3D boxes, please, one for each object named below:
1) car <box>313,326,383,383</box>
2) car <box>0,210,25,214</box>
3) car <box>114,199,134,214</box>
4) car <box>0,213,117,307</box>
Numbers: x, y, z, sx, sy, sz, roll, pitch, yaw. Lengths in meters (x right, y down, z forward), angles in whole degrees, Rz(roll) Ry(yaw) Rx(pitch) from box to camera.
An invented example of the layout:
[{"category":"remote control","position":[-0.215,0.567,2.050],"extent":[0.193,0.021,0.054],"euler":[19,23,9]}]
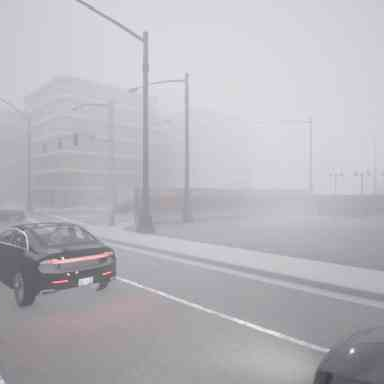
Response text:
[{"category":"car","position":[3.128,1.505,1.631],"extent":[4.892,1.490,1.837],"euler":[0,0,38]},{"category":"car","position":[-14.053,1.578,22.953],"extent":[4.718,1.301,1.895],"euler":[0,0,-35]},{"category":"car","position":[-6.356,1.491,34.936],"extent":[4.902,1.511,2.128],"euler":[0,0,-44]},{"category":"car","position":[-3.683,1.492,8.121],"extent":[2.128,1.511,4.902],"euler":[0,0,-43]}]
